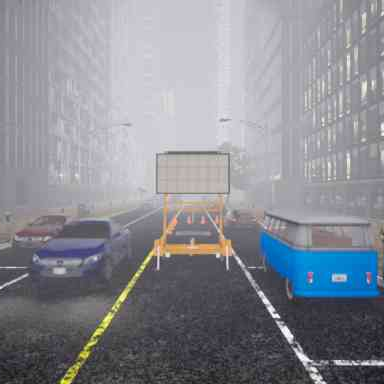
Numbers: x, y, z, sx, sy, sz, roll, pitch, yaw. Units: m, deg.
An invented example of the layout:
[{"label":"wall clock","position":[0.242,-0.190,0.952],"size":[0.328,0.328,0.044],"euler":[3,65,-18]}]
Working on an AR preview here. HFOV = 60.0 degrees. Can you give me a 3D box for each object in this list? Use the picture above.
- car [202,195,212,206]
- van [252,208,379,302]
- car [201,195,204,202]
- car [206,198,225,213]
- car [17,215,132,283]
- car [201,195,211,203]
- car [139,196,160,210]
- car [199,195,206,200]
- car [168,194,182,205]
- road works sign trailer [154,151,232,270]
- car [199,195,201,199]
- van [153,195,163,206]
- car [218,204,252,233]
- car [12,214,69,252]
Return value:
[{"label":"car","position":[2.832,1.544,47.801],"size":[2.008,1.369,4.403],"euler":[0,0,0]},{"label":"van","position":[2.712,1.341,7.955],"size":[1.690,1.788,3.998],"euler":[0,0,0]},{"label":"car","position":[2.849,1.538,53.493],"size":[2.008,1.369,4.403],"euler":[0,0,0]},{"label":"car","position":[2.798,1.581,36.416],"size":[1.802,1.307,4.206],"euler":[0,0,0]},{"label":"car","position":[-2.973,1.525,9.819],"size":[1.812,1.442,4.674],"euler":[0,0,0]},{"label":"car","position":[2.901,1.401,70.570],"size":[1.967,1.590,4.097],"euler":[0,0,0]},{"label":"car","position":[-5.566,1.548,42.137],"size":[2.008,1.369,4.403],"euler":[0,0,0]},{"label":"car","position":[2.970,1.463,93.341],"size":[1.887,1.381,4.507],"euler":[0,0,0]},{"label":"car","position":[-2.832,1.204,56.726],"size":[2.150,2.045,5.566],"euler":[0,0,0]},{"label":"road works sign trailer","position":[0.031,0.464,10.982],"size":[2.380,3.560,2.880],"euler":[0,0,0]},{"label":"car","position":[2.884,1.410,64.878],"size":[1.967,1.590,4.097],"euler":[0,0,0]},{"label":"van","position":[-5.531,1.328,53.522],"size":[1.690,1.788,3.998],"euler":[0,0,0]},{"label":"car","position":[2.746,1.581,19.338],"size":[1.802,1.307,4.206],"euler":[0,0,0]},{"label":"car","position":[-5.652,1.582,13.674],"size":[1.802,1.307,4.206],"euler":[0,0,0]}]
